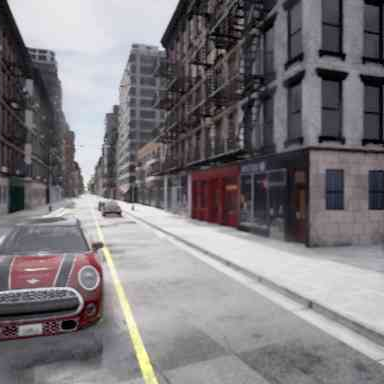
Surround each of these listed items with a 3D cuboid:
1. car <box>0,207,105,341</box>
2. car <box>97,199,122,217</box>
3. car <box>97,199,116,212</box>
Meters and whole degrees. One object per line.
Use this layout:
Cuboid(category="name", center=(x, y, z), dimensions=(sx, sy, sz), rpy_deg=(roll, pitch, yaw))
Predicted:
Cuboid(category="car", center=(-2.969, 1.372, 6.864), dimensions=(2.097, 1.767, 4.553), rpy_deg=(0, 0, -18))
Cuboid(category="car", center=(-8.030, 1.669, 33.069), dimensions=(2.033, 1.411, 5.357), rpy_deg=(0, 0, -17))
Cuboid(category="car", center=(-11.022, 1.639, 42.472), dimensions=(2.128, 1.511, 4.902), rpy_deg=(0, 0, -17))
